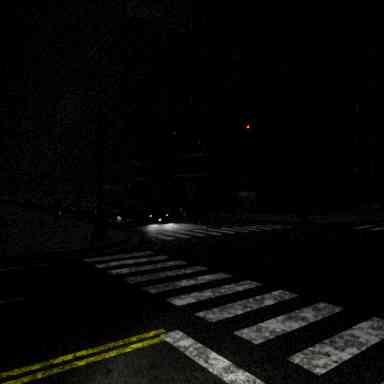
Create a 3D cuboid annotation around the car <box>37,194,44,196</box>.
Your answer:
[{"bbox_3d":[-35.896,1.487,79.688,1.967,1.590,4.097,0,0,-35],"label":"car"}]

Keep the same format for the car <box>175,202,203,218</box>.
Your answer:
[{"bbox_3d":[-0.729,1.580,30.312,1.947,1.339,4.313,0,0,-35],"label":"car"}]

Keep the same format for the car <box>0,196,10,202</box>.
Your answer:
[{"bbox_3d":[-42.433,1.597,75.032,1.802,1.307,4.206,0,0,-35],"label":"car"}]

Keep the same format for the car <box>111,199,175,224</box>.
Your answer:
[{"bbox_3d":[-3.828,1.540,25.173,2.033,1.411,5.357,0,0,-37],"label":"car"}]

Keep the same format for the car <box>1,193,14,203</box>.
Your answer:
[{"bbox_3d":[-39.236,1.555,70.543,1.887,1.381,4.507,0,0,-35],"label":"car"}]

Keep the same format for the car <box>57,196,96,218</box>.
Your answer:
[{"bbox_3d":[-10.462,1.421,30.146,1.967,1.590,4.097,0,0,-35],"label":"car"}]

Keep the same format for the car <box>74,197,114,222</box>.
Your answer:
[{"bbox_3d":[-7.265,1.422,25.657,1.967,1.590,4.097,0,0,-35],"label":"car"}]

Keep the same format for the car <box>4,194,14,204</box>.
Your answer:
[{"bbox_3d":[-32.842,1.550,61.566,2.008,1.369,4.403,0,0,-35],"label":"car"}]

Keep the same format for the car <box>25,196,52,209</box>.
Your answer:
[{"bbox_3d":[-20.053,1.533,43.611,2.008,1.369,4.403,0,0,-35],"label":"car"}]

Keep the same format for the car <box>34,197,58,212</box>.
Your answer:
[{"bbox_3d":[-16.856,1.562,39.123,1.802,1.307,4.206,0,0,-35],"label":"car"}]

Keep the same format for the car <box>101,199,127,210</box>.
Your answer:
[{"bbox_3d":[-10.320,1.578,43.778,1.947,1.339,4.313,0,0,-35],"label":"car"}]

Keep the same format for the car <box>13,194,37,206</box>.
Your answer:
[{"bbox_3d":[-26.447,1.429,52.589,1.967,1.590,4.097,0,0,-35],"label":"car"}]

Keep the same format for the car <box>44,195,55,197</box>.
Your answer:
[{"bbox_3d":[-29.502,1.476,70.710,1.967,1.590,4.097,0,0,-35],"label":"car"}]

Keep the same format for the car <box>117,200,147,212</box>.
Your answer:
[{"bbox_3d":[-7.123,1.593,39.290,1.802,1.307,4.206,0,0,-35],"label":"car"}]
